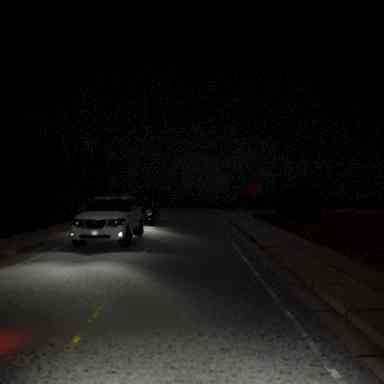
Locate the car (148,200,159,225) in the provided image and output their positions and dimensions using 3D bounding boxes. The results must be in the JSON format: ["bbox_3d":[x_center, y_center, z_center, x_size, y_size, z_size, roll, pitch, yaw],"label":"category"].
[{"bbox_3d":[-3.509,1.318,23.191,2.097,1.767,4.553,0,0,0],"label":"car"}]

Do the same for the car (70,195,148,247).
[{"bbox_3d":[-3.586,1.168,15.048,2.150,2.045,5.566,0,0,0],"label":"car"}]
